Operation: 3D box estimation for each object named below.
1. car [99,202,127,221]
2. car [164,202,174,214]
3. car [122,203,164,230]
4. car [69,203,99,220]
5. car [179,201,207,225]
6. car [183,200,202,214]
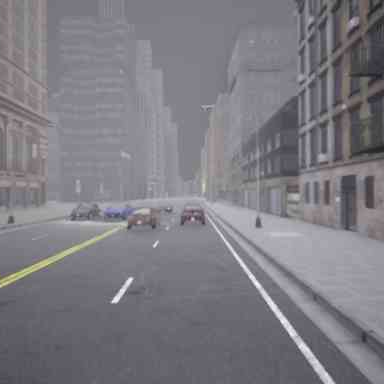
[{"bbox_3d":[-6.592,1.735,30.207,1.882,1.535,5.008,0,-1,0],"label":"car"},{"bbox_3d":[-3.237,1.906,39.940,1.895,1.301,4.718,0,0,0],"label":"car"},{"bbox_3d":[-3.230,1.710,22.846,1.812,1.442,4.674,0,0,0],"label":"car"},{"bbox_3d":[-9.837,1.791,31.082,1.837,1.490,4.892,0,-1,0],"label":"car"},{"bbox_3d":[0.056,1.690,25.843,1.837,1.490,4.892,0,0,0],"label":"car"},{"bbox_3d":[0.027,1.782,40.708,2.128,1.511,4.902,0,0,0],"label":"car"}]
